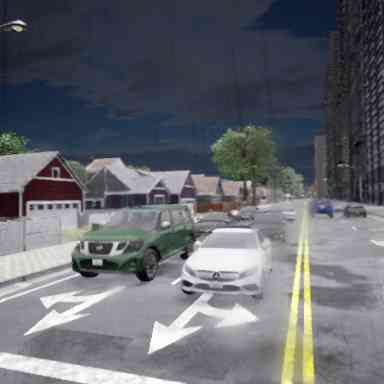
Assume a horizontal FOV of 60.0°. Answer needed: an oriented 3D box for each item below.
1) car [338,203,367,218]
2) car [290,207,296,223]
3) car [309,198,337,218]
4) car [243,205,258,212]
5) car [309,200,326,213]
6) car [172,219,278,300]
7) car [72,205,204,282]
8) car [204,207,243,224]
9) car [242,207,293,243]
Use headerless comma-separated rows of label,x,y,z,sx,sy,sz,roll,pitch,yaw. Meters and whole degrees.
car,17.107,1.885,35.061,2.128,1.511,4.902,-2,-1,19
car,8.610,2.074,30.717,1.895,1.301,4.718,-2,-1,19
car,13.890,1.694,35.730,2.150,2.045,5.566,-2,-1,19
car,5.548,2.061,31.810,1.837,1.490,4.892,-2,-1,19
car,17.802,1.985,47.208,2.097,1.767,4.553,-2,-1,19
car,1.188,1.698,9.122,1.812,1.442,4.674,-2,-1,17
car,-1.546,1.492,11.185,2.150,2.045,5.566,-2,-1,19
car,1.562,1.901,20.217,1.837,1.490,4.892,-2,-1,19
car,4.191,1.799,17.877,1.837,1.490,4.892,-2,-1,19
